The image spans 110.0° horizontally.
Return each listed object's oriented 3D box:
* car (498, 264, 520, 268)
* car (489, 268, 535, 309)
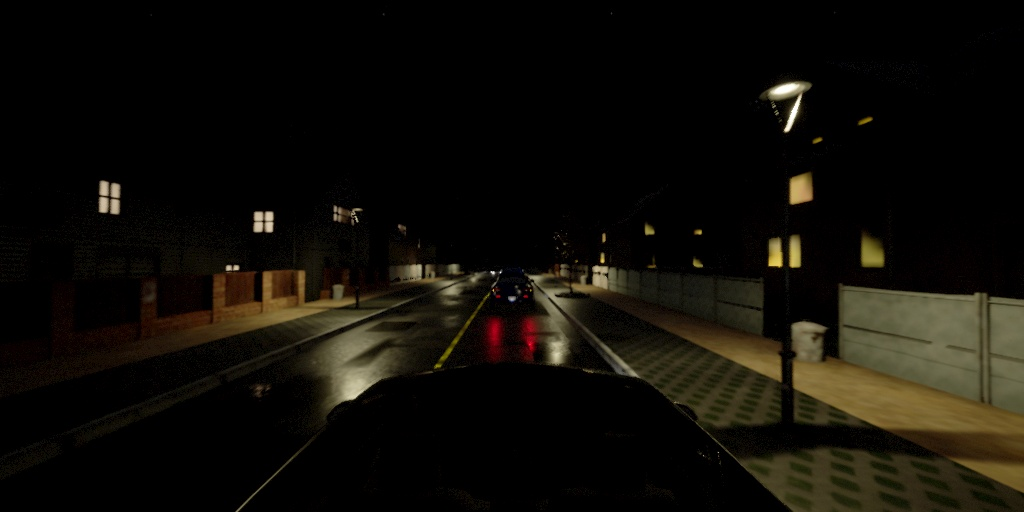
[{"bbox_3d":[0.028,1.600,31.108,1.882,1.535,5.008,0,-1,1],"label":"car"},{"bbox_3d":[0.026,1.441,15.742,1.812,1.442,4.674,0,0,1],"label":"car"}]
